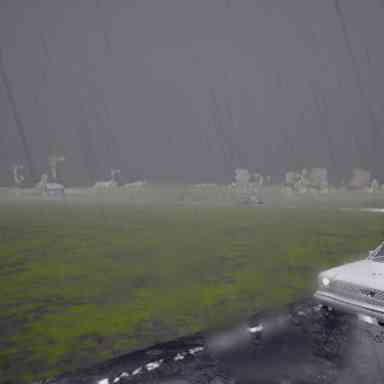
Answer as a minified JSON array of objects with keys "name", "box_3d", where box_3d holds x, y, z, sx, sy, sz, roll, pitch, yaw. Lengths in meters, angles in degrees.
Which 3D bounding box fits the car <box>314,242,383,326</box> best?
[{"name":"car","box_3d":[4.404,1.581,6.271,4.718,1.301,1.895,0,0,-36]}]

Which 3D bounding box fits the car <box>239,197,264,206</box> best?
[{"name":"car","box_3d":[9.615,1.445,53.640,1.994,1.385,4.181,-1,0,-37]}]
